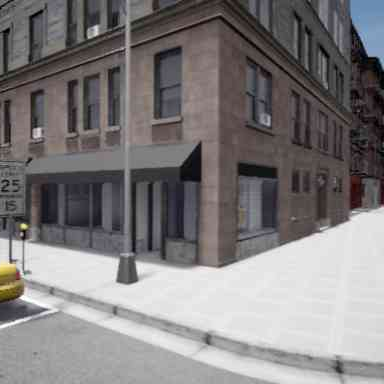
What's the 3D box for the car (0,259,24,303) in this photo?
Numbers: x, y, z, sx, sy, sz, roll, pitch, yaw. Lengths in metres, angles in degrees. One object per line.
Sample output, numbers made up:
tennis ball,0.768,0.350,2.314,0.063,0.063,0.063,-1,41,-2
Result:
car,-5.368,1.501,6.897,4.829,1.417,1.752,0,0,35
